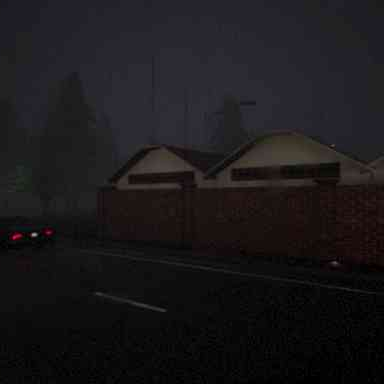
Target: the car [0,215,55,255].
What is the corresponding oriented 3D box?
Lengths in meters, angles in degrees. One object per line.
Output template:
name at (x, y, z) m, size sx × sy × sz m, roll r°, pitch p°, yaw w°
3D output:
car at (-7.978, 1.692, 13.981) m, size 5.357 × 1.411 × 2.033 m, roll -1°, pitch 0°, yaw 35°
